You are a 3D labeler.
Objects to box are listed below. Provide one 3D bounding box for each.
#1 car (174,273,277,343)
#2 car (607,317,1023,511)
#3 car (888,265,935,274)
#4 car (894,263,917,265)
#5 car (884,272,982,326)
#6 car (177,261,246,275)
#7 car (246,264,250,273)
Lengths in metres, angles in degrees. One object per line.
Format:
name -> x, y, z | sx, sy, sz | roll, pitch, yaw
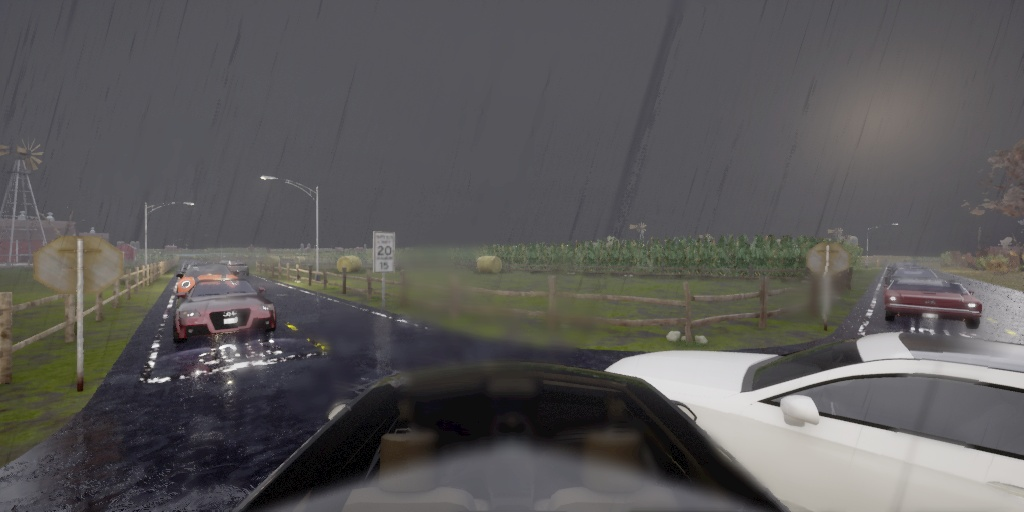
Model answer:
car -> -8.022, 1.359, 9.970 | 1.994, 1.385, 4.181 | 0, 0, -43
car -> 2.822, 1.293, 2.475 | 1.812, 1.442, 4.674 | 0, 1, -44
car -> 20.445, 1.363, 18.251 | 5.357, 1.411, 2.033 | 0, 1, -43
car -> 27.146, 1.401, 24.563 | 4.181, 1.385, 1.994 | 0, 1, -43
car -> 13.423, 1.397, 11.627 | 4.718, 1.301, 1.895 | 0, 1, -44
car -> -13.853, 1.147, 16.404 | 2.097, 1.767, 4.553 | 0, 0, -42
car -> -27.281, 1.298, 35.519 | 2.128, 1.511, 4.902 | 0, 0, -42
